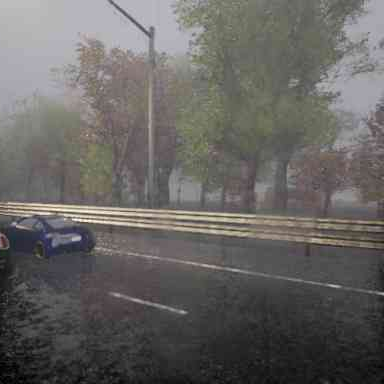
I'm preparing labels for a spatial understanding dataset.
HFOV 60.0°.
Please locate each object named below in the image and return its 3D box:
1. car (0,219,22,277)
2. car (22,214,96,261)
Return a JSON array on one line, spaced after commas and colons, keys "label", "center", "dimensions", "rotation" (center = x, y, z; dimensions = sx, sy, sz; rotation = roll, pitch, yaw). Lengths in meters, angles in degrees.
[{"label": "car", "center": [-6.817, 1.303, 8.859], "dimensions": [4.553, 1.767, 2.097], "rotation": [0, 0, 36]}, {"label": "car", "center": [-5.463, 1.511, 12.195], "dimensions": [4.181, 1.385, 1.994], "rotation": [0, 0, 36]}]
